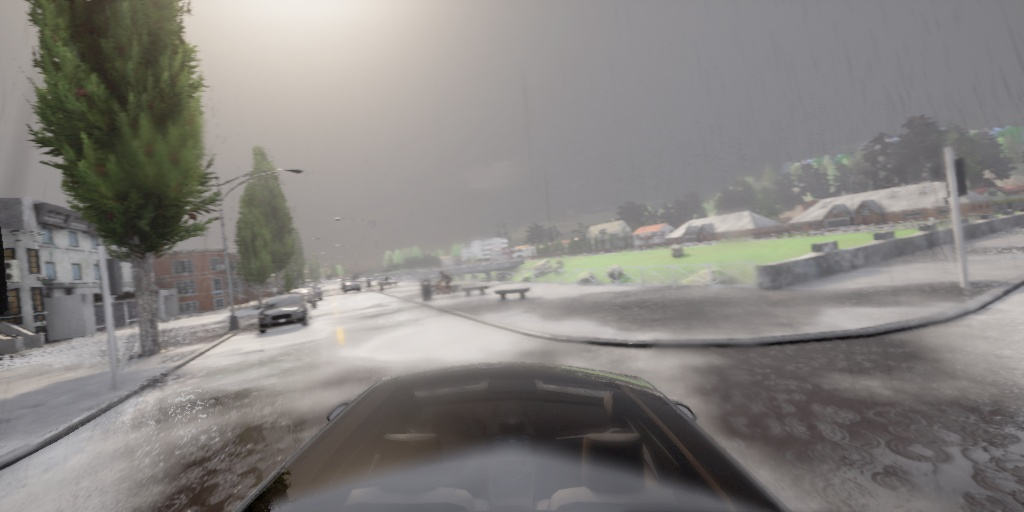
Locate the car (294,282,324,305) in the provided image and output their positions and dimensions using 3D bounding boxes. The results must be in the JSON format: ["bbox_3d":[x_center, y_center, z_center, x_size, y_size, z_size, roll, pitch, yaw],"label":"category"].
[{"bbox_3d":[-19.761,3.555,35.082,2.097,1.767,4.553,-7,0,-27],"label":"car"}]

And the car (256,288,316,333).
[{"bbox_3d":[-10.664,2.564,17.030,1.837,1.490,4.892,-7,0,-27],"label":"car"}]

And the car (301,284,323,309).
[{"bbox_3d":[-15.207,3.122,26.034,2.128,1.511,4.902,-7,0,-27],"label":"car"}]

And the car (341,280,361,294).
[{"bbox_3d":[-19.741,3.790,44.289,2.033,1.411,5.357,-7,0,-27],"label":"car"}]

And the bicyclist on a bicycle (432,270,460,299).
[{"bbox_3d":[-3.842,1.625,20.620,1.656,1.620,0.582,-6,0,-27],"label":"bicyclist on a bicycle"}]

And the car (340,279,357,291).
[{"bbox_3d":[-24.769,4.366,54.229,2.128,1.511,4.902,-7,0,-27],"label":"car"}]
